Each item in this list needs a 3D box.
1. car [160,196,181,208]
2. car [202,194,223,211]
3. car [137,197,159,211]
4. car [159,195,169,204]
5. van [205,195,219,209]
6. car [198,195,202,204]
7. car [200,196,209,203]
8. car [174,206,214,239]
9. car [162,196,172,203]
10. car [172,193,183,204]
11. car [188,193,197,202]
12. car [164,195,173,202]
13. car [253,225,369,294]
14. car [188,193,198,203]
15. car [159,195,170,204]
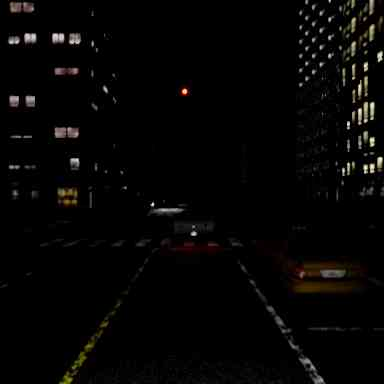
[{"bbox_3d":[-3.025,1.636,47.873,1.895,1.301,4.718,0,0,0],"label":"car"},{"bbox_3d":[2.743,1.341,40.913,2.192,1.841,5.009,0,0,0],"label":"car"},{"bbox_3d":[-5.636,1.577,40.924,2.008,1.369,4.403,0,0,0],"label":"car"},{"bbox_3d":[-5.613,1.601,57.504,2.008,1.369,4.403,0,0,0],"label":"car"},{"bbox_3d":[2.751,1.374,46.438,1.690,1.788,3.998,0,0,0],"label":"van"},{"bbox_3d":[2.774,1.376,63.018,2.192,1.841,5.009,0,0,0],"label":"car"},{"bbox_3d":[2.791,1.627,74.072,1.887,1.381,4.507,0,0,0],"label":"car"},{"bbox_3d":[0.095,1.634,17.536,1.895,1.301,4.718,0,0,0],"label":"car"},{"bbox_3d":[-5.589,1.665,74.084,1.802,1.307,4.206,0,0,0],"label":"car"},{"bbox_3d":[-2.939,1.284,64.586,2.150,2.045,5.566,0,0,1],"label":"car"},{"bbox_3d":[0.114,1.234,80.140,2.150,2.045,5.566,0,0,0],"label":"car"},{"bbox_3d":[-5.582,1.534,79.610,1.967,1.590,4.097,0,0,0],"label":"car"},{"bbox_3d":[2.698,1.528,8.669,1.752,1.417,4.829,0,0,0],"label":"car"},{"bbox_3d":[0.098,1.552,69.692,1.882,1.535,5.008,0,0,0],"label":"car"},{"bbox_3d":[-5.598,1.512,68.557,1.967,1.590,4.097,0,0,0],"label":"car"}]
